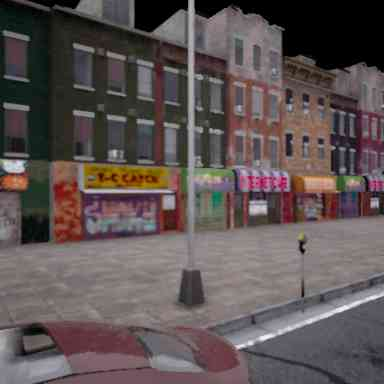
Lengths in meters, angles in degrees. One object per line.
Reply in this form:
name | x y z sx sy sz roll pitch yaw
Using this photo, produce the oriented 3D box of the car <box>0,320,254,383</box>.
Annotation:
car | -1.373 1.582 1.832 4.206 1.307 1.802 0 0 -35
